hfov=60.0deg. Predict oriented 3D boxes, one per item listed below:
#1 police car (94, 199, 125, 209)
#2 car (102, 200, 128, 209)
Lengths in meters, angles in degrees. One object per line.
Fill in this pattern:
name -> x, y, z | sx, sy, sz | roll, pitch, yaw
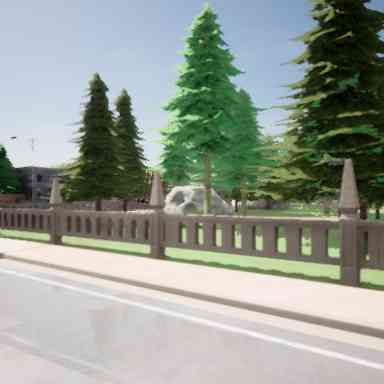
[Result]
police car -> -13.964, 2.050, 56.688 | 2.038, 1.542, 4.974 | -1, 0, 35
car -> -12.273, 2.047, 53.029 | 1.837, 1.490, 4.892 | -1, -1, 35
